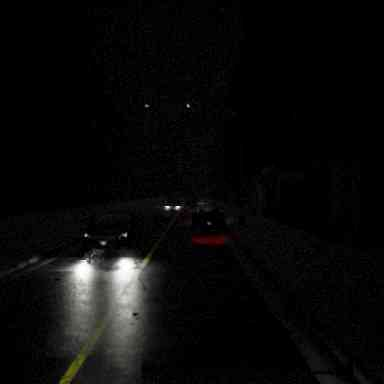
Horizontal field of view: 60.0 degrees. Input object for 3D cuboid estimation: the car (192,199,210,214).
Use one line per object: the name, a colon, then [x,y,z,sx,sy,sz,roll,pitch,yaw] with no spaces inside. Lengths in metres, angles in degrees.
car: [0.896,1.514,35.715,1.812,1.442,4.674,0,0,0]

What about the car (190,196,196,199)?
car: [0.897,1.441,29.904,1.801,1.575,5.366,0,0,0]

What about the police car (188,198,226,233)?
police car: [0.898,1.413,19.823,1.930,1.638,5.238,0,0,0]

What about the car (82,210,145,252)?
car: [-3.102,1.515,13.943,1.812,1.442,4.674,0,0,0]

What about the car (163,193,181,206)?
car: [-3.070,1.225,54.980,2.150,2.045,5.566,0,0,0]

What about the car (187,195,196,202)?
car: [-0.008,1.410,71.547,1.882,1.535,5.008,0,0,0]

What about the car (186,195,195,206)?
car: [-0.006,1.357,56.515,2.097,1.767,4.553,0,0,0]
